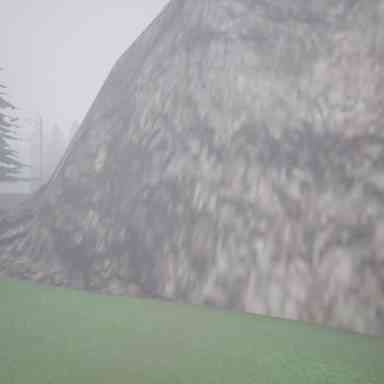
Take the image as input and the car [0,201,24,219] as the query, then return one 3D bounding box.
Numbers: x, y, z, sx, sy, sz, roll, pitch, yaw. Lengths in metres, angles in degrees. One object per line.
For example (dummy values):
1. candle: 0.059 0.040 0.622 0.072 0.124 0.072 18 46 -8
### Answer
1. car: -16.090 1.491 26.666 2.128 1.511 4.902 0 0 29
